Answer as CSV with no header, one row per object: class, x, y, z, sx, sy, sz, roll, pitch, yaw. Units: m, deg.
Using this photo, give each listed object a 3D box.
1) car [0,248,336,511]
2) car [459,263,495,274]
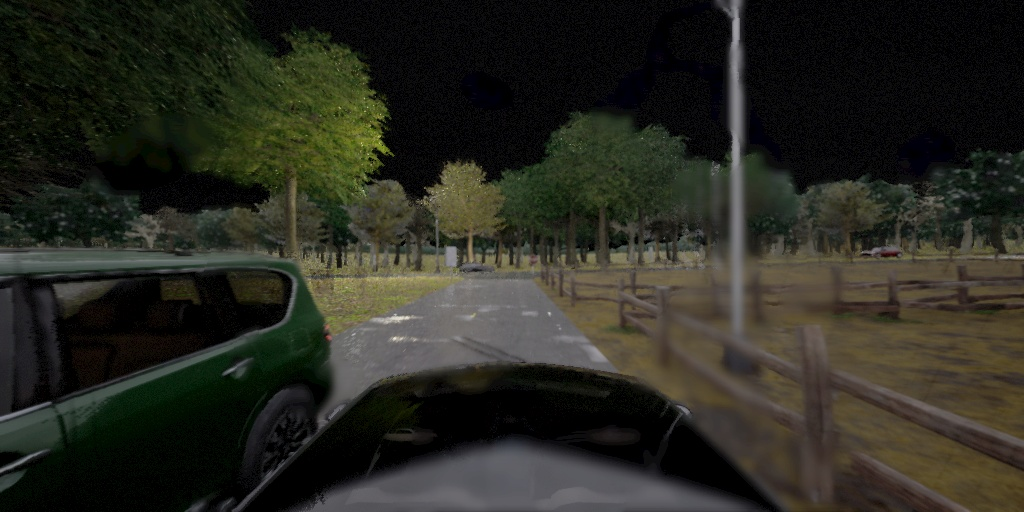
car,-2.851,0.968,1.369,2.150,2.045,5.566,0,-1,0
car,-4.641,1.664,47.752,4.674,1.442,1.812,-2,-1,0
